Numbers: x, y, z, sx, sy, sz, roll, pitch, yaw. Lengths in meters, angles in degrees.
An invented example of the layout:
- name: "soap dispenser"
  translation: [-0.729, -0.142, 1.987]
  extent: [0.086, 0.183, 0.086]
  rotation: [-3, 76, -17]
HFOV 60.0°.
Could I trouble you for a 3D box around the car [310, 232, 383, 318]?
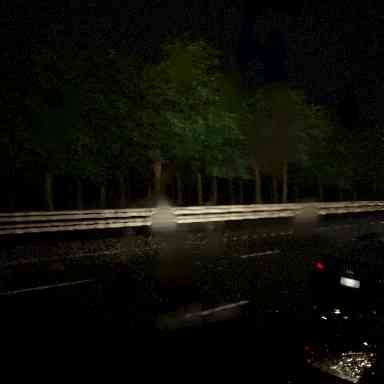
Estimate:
- name: "car"
  translation: [4.413, 1.568, 7.024]
  extent: [4.181, 1.385, 1.994]
  rotation: [0, 0, -36]
